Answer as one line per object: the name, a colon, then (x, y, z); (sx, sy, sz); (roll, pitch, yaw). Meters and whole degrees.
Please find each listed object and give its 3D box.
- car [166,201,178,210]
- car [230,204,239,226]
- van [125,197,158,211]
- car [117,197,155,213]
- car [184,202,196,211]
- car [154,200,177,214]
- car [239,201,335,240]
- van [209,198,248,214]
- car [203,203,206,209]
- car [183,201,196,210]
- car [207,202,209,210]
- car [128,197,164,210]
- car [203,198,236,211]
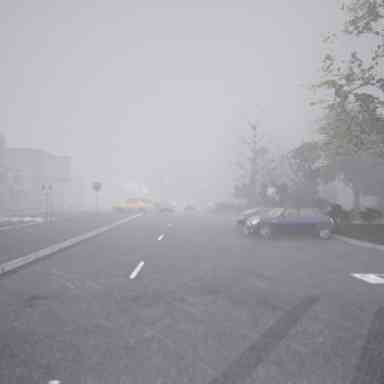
car: (-3.634, 2.489, 60.270); (1.882, 1.535, 5.008); (1, -2, -1)
car: (5.053, 1.720, 21.032); (4.674, 1.452, 2.002); (1, 0, 0)
van: (-7.301, 1.779, 48.328); (4.442, 1.987, 1.878); (1, -2, 0)
car: (-7.361, 1.794, 45.289); (4.553, 1.767, 2.185); (1, -1, 0)
car: (-0.274, 2.249, 51.868); (2.033, 1.411, 5.357); (1, -2, -1)
car: (-3.311, 1.936, 41.457); (2.033, 1.411, 5.357); (1, -1, -7)
car: (5.127, 1.532, 17.864); (4.553, 1.767, 2.185); (1, 0, 0)
van: (4.790, 1.733, 41.829); (4.442, 1.987, 1.878); (1, -1, 0)
car: (4.781, 2.015, 53.000); (5.566, 2.045, 2.435); (1, -2, -1)
car: (-0.380, 2.570, 62.266); (2.128, 1.511, 4.902); (0, -2, 2)
car: (5.066, 2.025, 44.619); (5.366, 1.575, 1.946); (1, -1, 0)
car: (-7.450, 1.945, 54.518); (5.566, 2.045, 2.435); (1, -2, -1)
car: (4.708, 2.211, 58.458); (5.566, 2.045, 2.435); (1, -2, -1)
